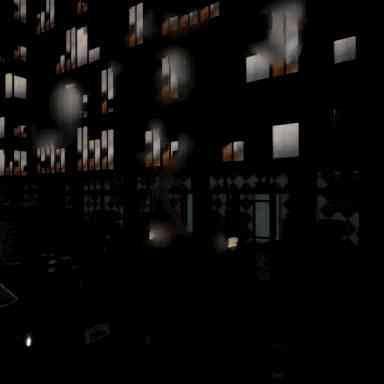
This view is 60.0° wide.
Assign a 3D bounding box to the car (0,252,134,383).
[{"bbox_3d":[-2.717,1.565,4.824,4.313,1.339,1.947,0,0,36],"label":"car"}]
